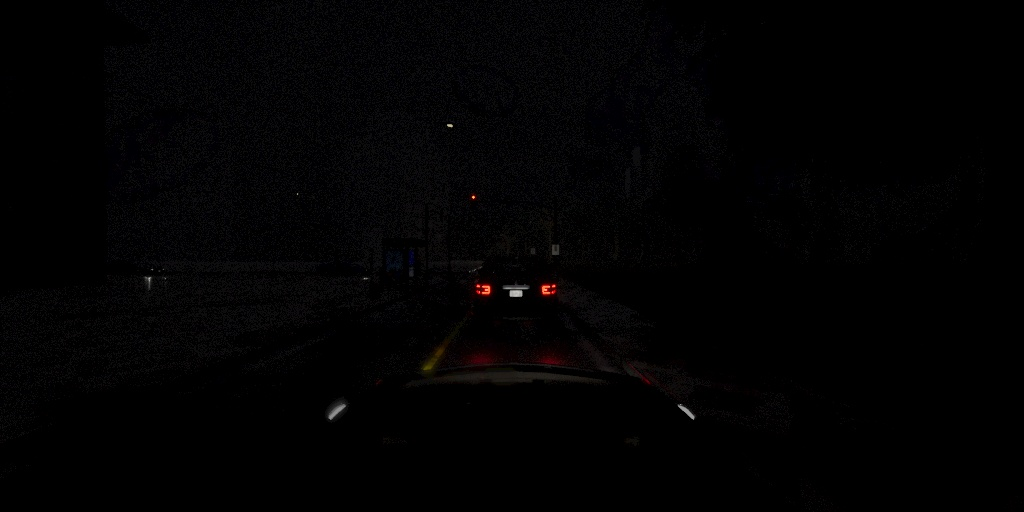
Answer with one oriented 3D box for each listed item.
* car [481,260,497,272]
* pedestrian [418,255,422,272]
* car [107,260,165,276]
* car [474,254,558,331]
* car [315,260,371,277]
[{"bbox_3d":[-3.086,1.249,47.966,2.033,1.411,5.357,0,0,-3],"label":"car"},{"bbox_3d":[-10.058,0.800,38.859,0.375,1.860,0.375,0,0,1],"label":"pedestrian"},{"bbox_3d":[-35.119,1.146,33.285,4.892,1.490,1.837,0,1,2],"label":"car"},{"bbox_3d":[0.103,0.968,11.066,2.150,2.045,5.566,0,0,0],"label":"car"},{"bbox_3d":[-15.239,1.176,32.764,5.008,1.535,1.882,1,1,0],"label":"car"}]
